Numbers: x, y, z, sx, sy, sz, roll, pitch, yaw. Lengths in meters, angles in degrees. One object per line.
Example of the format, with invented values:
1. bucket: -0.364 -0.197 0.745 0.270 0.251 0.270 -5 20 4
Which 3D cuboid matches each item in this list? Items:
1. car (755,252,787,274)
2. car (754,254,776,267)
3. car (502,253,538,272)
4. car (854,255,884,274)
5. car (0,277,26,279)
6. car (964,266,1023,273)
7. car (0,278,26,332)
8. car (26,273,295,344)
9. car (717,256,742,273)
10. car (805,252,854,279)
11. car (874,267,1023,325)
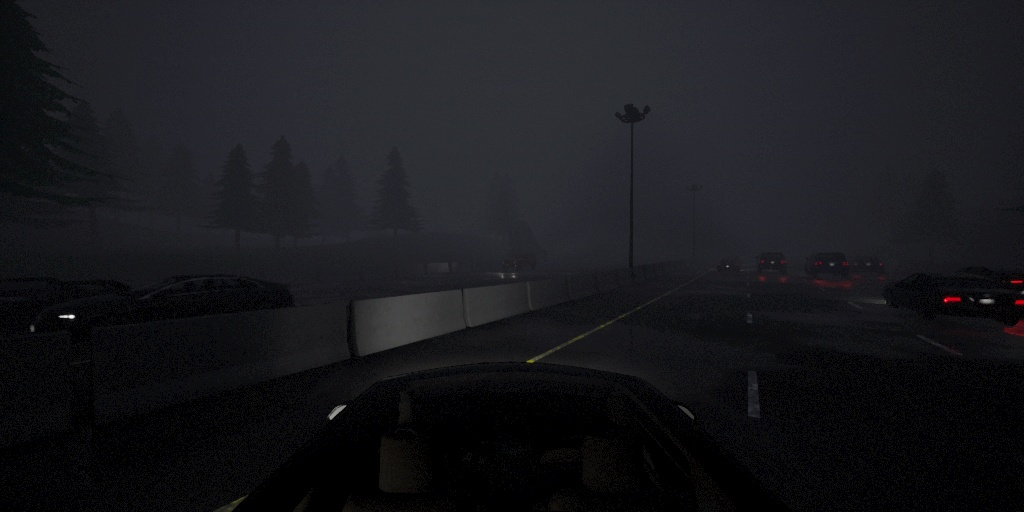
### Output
1. car: 24.831 0.628 34.399 2.150 2.045 5.566 0 1 33
2. car: 33.010 0.584 46.880 2.128 1.511 4.902 0 1 33
3. car: 0.998 0.623 42.909 2.150 2.045 5.566 0 1 33
4. car: 32.367 0.710 33.130 2.097 1.767 4.553 0 1 33
5. car: -15.742 1.338 11.136 1.895 1.301 4.718 0 0 33
6. car: 20.984 1.158 15.746 1.837 1.490 4.892 0 0 33
7. car: -12.371 1.341 9.895 1.895 1.301 4.718 0 0 33
8. car: -8.500 1.235 9.417 2.128 1.511 4.902 0 0 33
9. car: 22.281 0.956 36.898 1.994 1.385 4.181 0 1 33
10. car: 25.802 0.692 29.493 2.150 2.045 5.566 0 1 33
11. car: 14.205 1.257 11.783 2.033 1.411 5.357 0 0 33
